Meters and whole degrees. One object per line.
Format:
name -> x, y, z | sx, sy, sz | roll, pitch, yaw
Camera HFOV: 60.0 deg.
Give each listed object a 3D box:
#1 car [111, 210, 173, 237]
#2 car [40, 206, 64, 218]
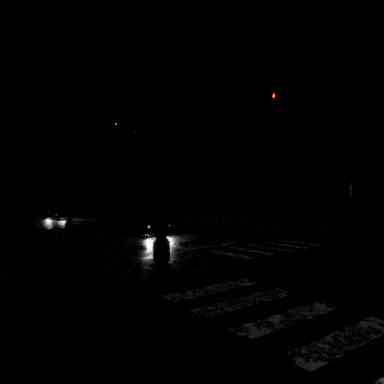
car -> -3.281, 1.856, 20.695 | 2.033, 1.411, 5.357 | 0, -1, -35
car -> -16.679, 2.314, 39.589 | 1.895, 1.301, 4.718 | 0, -1, -35
